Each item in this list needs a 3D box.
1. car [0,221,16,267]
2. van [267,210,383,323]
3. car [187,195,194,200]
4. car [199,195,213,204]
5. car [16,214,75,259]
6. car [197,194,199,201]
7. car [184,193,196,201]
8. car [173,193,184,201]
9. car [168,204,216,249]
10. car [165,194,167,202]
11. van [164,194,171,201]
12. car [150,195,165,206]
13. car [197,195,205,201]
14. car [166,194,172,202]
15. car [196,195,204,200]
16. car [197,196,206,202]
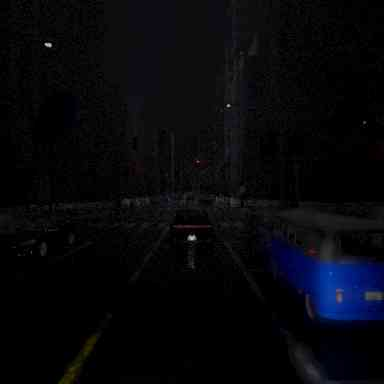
[{"bbox_3d":[-5.764,1.523,6.715,1.752,1.417,4.829,0,0,0],"label":"car"},{"bbox_3d":[2.761,1.339,6.887,1.690,1.788,3.998,0,0,0],"label":"van"},{"bbox_3d":[-0.550,1.474,93.945,1.895,1.301,4.718,0,0,-1],"label":"car"},{"bbox_3d":[2.568,1.556,54.655,2.008,1.369,4.403,0,0,-1],"label":"car"},{"bbox_3d":[-5.764,1.548,12.398,2.008,1.369,4.403,0,0,0],"label":"car"},{"bbox_3d":[2.468,1.555,65.543,1.887,1.381,4.507,0,0,-1],"label":"car"},{"bbox_3d":[-0.421,1.429,79.747,2.128,1.511,4.902,0,0,-1],"label":"car"},{"bbox_3d":[-3.461,1.568,84.111,1.994,1.385,4.181,0,0,-1],"label":"car"},{"bbox_3d":[0.000,1.494,14.650,2.128,1.511,4.902,0,0,0],"label":"car"},{"bbox_3d":[-6.003,1.558,59.573,2.008,1.369,4.403,0,0,-1],"label":"car"},{"bbox_3d":[-6.234,1.363,84.970,1.690,1.788,3.998,0,0,-1],"label":"van"},{"bbox_3d":[-5.957,1.556,54.581,2.008,1.369,4.403,0,0,-1],"label":"car"},{"bbox_3d":[2.280,1.548,86.318,1.752,1.417,4.829,0,0,-1],"label":"car"},{"bbox_3d":[-6.135,1.580,74.144,1.947,1.339,4.313,0,0,-1],"label":"car"},{"bbox_3d":[2.233,1.593,91.437,1.947,1.339,4.313,0,0,-1],"label":"car"},{"bbox_3d":[2.329,1.570,80.859,2.008,1.369,4.403,0,0,-1],"label":"car"}]
